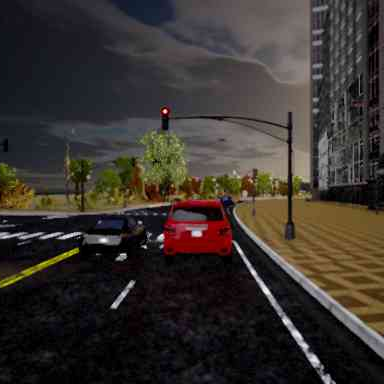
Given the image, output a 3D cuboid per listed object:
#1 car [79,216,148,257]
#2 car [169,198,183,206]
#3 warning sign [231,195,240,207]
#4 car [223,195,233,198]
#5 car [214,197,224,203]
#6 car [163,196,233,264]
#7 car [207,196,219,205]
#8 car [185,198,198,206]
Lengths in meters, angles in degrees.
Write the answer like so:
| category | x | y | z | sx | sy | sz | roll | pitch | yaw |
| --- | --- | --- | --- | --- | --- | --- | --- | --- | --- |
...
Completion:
| category | x | y | z | sx | sy | sz | roll | pitch | yaw |
| --- | --- | --- | --- | --- | --- | --- | --- | --- | --- |
| car | -3.012 | 1.655 | 13.476 | 1.994 | 1.385 | 4.181 | 0 | 0 | 1 |
| car | -3.184 | 1.988 | 68.308 | 1.812 | 1.442 | 4.674 | 0 | 0 | 10 |
| warning sign | 6.859 | 1.471 | 52.259 | 1.300 | 1.860 | 1.060 | 0 | 0 | 9 |
| car | 7.870 | 1.728 | 73.846 | 2.150 | 2.045 | 5.566 | 0 | 0 | 13 |
| car | 6.955 | 1.957 | 84.534 | 1.812 | 1.442 | 4.674 | 0 | 0 | 14 |
| car | 0.256 | 1.308 | 12.373 | 2.150 | 2.045 | 5.566 | 0 | 0 | 3 |
| car | 4.756 | 1.862 | 74.815 | 2.097 | 1.767 | 4.553 | 0 | 0 | 13 |
| car | -0.021 | 2.018 | 67.603 | 1.994 | 1.385 | 4.181 | 0 | 0 | 11 |
